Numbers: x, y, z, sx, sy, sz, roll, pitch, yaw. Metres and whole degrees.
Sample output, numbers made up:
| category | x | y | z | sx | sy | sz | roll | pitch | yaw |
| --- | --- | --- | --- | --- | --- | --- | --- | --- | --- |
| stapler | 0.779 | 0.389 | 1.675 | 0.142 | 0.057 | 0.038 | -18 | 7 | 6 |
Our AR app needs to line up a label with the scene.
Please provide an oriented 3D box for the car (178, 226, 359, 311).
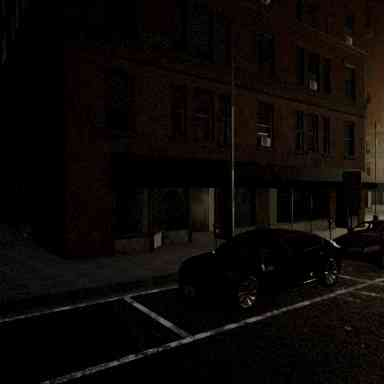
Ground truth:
| category | x | y | z | sx | sy | sz | roll | pitch | yaw |
| --- | --- | --- | --- | --- | --- | --- | --- | --- | --- |
| car | 1.731 | 1.566 | 7.754 | 4.313 | 1.339 | 1.947 | 0 | 0 | -35 |

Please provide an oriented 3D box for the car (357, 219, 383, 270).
| category | x | y | z | sx | sy | sz | roll | pitch | yaw |
| --- | --- | --- | --- | --- | --- | --- | --- | --- | --- |
| car | 6.217 | 1.582 | 10.938 | 4.206 | 1.307 | 1.802 | 0 | 0 | -35 |
